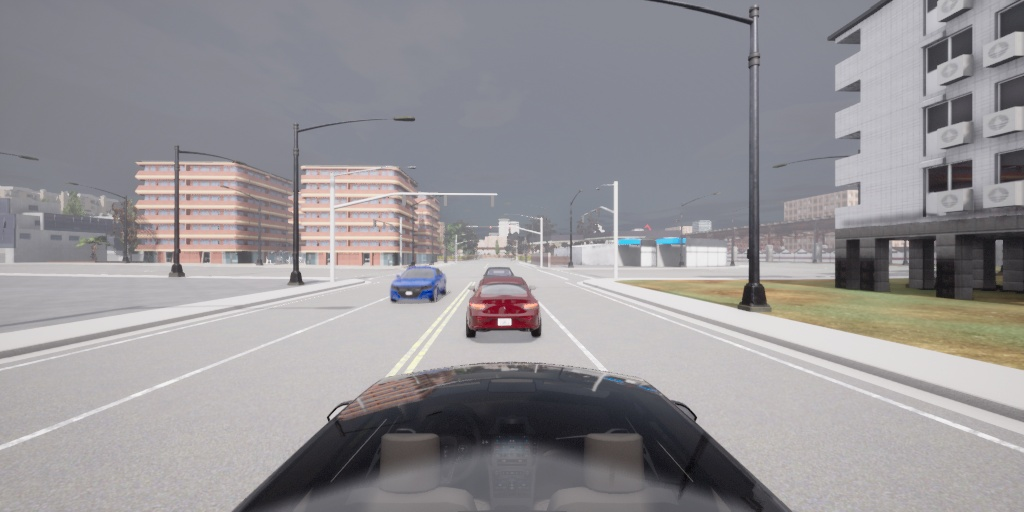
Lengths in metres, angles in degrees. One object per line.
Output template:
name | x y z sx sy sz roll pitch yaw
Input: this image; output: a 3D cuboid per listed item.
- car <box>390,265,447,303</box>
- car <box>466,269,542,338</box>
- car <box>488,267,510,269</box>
car | -4.234 1.227 16.871 1.882 1.535 5.008 0 0 -2
car | -0.265 1.276 10.132 1.812 1.442 4.674 0 0 -3
car | -0.720 1.297 19.706 2.033 1.411 5.357 0 0 -3
